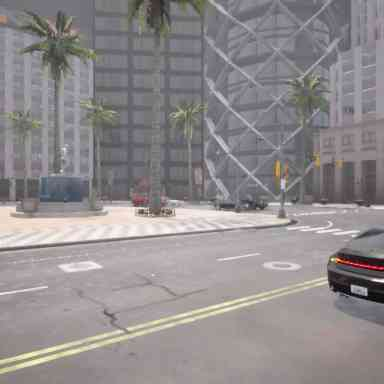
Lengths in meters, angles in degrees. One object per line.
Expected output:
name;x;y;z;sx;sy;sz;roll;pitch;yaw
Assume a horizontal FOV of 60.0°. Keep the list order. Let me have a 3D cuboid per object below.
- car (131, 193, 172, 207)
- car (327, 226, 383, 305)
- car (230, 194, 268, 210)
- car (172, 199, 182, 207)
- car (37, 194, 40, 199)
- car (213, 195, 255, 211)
car;-6.294;1.221;49.217;5.566;2.045;2.150;0;0;22
car;4.956;1.505;7.331;4.892;1.490;1.837;0;0;-35
car;7.121;1.221;43.111;2.150;2.045;5.566;0;0;-41
car;-3.801;1.527;51.767;4.674;1.442;1.812;0;0;25
car;-21.449;1.327;51.860;5.566;2.045;2.150;0;0;-4
car;4.752;1.492;40.427;2.128;1.511;4.902;0;0;-42
